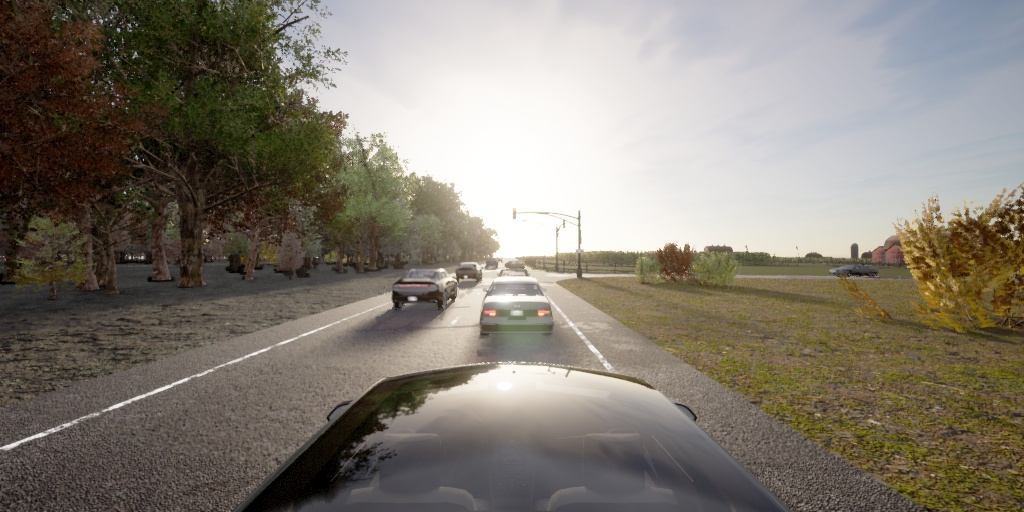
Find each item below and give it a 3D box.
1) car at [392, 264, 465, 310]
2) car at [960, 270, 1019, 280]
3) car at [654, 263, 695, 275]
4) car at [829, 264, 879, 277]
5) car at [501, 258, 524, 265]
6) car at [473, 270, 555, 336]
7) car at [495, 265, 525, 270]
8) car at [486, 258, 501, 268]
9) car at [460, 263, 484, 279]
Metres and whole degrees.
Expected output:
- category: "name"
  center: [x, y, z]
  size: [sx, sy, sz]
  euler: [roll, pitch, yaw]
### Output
- category: "car"
  center: [-3.413, 1.245, 14.733]
  size: [2.128, 1.511, 4.902]
  euler: [0, 0, 0]
- category: "car"
  center: [51.384, 1.910, 38.888]
  size: [4.718, 1.301, 1.895]
  euler: [1, -1, 1]
- category: "car"
  center: [19.303, 1.544, 42.638]
  size: [4.674, 1.442, 1.812]
  euler: [1, -1, 0]
- category: "car"
  center: [40.480, 1.741, 42.548]
  size: [4.902, 1.511, 2.128]
  euler: [1, -1, 0]
- category: "car"
  center: [0.332, 1.302, 51.884]
  size: [2.033, 1.411, 5.357]
  euler: [0, 0, -14]
- category: "car"
  center: [0.087, 1.300, 10.384]
  size: [2.033, 1.411, 5.357]
  euler: [0, 0, 0]
- category: "car"
  center: [0.081, 1.355, 20.034]
  size: [1.895, 1.301, 4.718]
  euler: [0, 0, 0]
- category: "car"
  center: [-3.458, 1.105, 63.763]
  size: [2.097, 1.767, 4.553]
  euler: [0, 0, 0]
- category: "car"
  center: [-3.426, 1.261, 29.012]
  size: [1.837, 1.490, 4.892]
  euler: [0, 0, 0]
